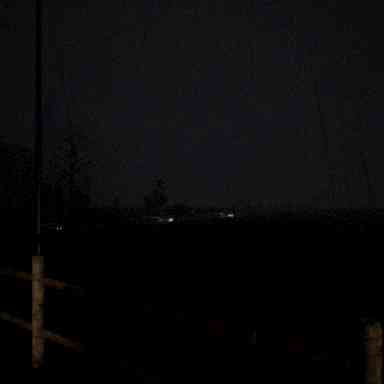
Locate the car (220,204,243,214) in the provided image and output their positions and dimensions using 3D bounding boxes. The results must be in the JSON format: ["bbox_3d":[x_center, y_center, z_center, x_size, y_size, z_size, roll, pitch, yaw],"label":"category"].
[{"bbox_3d":[6.207,2.496,50.938,1.812,1.442,4.674,1,-1,36],"label":"car"}]

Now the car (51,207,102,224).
[{"bbox_3d":[-9.852,1.952,28.573,1.994,1.385,4.181,1,-1,35],"label":"car"}]

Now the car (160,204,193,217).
[{"bbox_3d":[-1.772,2.190,39.868,1.837,1.490,4.892,1,-1,36],"label":"car"}]
